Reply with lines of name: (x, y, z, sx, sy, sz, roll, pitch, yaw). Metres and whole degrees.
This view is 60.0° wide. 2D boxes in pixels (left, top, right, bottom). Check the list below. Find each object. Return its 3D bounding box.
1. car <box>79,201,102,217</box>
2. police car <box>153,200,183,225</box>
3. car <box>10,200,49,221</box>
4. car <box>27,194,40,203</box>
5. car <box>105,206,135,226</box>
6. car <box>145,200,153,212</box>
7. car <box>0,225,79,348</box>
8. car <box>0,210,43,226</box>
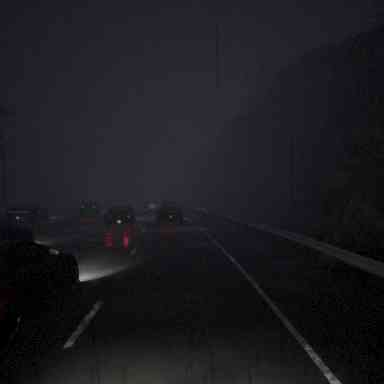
car: (-10.186, 1.632, 33.479, 2.128, 1.511, 4.902, 0, 0, -11)
police car: (-1.782, 1.524, 25.288, 1.930, 1.638, 5.238, 0, 0, -7)
car: (-12.391, 1.604, 25.408, 2.128, 1.511, 4.902, 0, 0, -8)
car: (-39.727, 1.544, 83.449, 2.150, 2.045, 5.566, 0, 0, -18)
car: (-5.166, 1.701, 24.396, 1.895, 1.301, 4.718, 0, 0, -8)
car: (-4.656, 1.689, 41.261, 1.812, 1.442, 4.674, 0, 0, -12)
car: (-3.636, 1.593, 6.281, 1.994, 1.385, 4.181, 0, 0, -2)
car: (-7.383, 1.601, 11.621, 2.033, 1.411, 5.357, 0, 0, -4)
